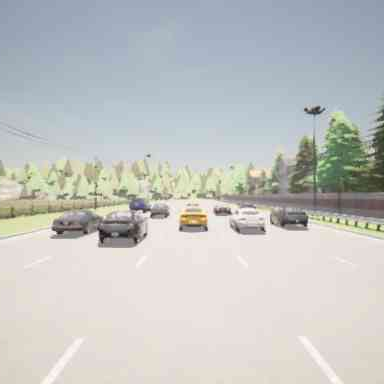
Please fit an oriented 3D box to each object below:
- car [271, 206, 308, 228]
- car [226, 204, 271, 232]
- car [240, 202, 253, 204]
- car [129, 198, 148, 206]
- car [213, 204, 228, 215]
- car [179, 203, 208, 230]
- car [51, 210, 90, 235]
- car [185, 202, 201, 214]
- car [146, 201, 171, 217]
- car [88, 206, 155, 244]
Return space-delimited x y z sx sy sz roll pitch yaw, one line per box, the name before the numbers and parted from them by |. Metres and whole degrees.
car | 7.100 1.792 24.777 2.128 1.511 4.902 0 -1 0
car | 3.600 1.791 21.972 1.812 1.442 4.674 0 -1 0
car | 7.098 2.018 43.598 2.128 1.511 4.902 0 -1 0
car | -6.999 1.759 44.530 2.150 2.045 5.566 0 0 0
car | 3.598 2.093 40.788 1.895 1.301 4.718 0 -1 0
car | 0.099 1.764 23.728 1.882 1.535 5.008 0 0 0
car | -6.900 1.798 20.717 2.033 1.411 5.357 0 -1 0
car | 0.099 2.096 44.089 1.994 1.385 4.181 0 -1 0
car | -3.402 1.985 36.276 2.033 1.411 5.357 0 -1 0
car | -3.400 1.699 17.130 2.128 1.511 4.902 0 -1 0
